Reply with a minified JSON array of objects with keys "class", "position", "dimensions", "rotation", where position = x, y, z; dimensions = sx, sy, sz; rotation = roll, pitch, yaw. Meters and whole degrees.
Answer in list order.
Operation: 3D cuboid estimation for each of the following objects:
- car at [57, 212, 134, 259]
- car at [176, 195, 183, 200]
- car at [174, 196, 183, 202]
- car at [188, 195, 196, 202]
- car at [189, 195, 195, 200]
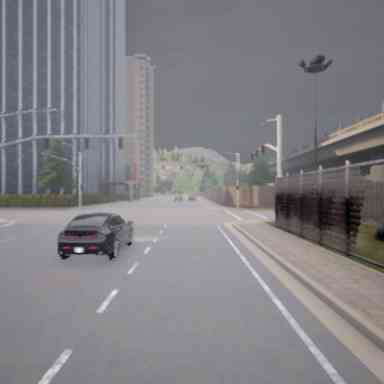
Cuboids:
[{"class":"car","position":[-3.455,1.530,12.671],"dimensions":[1.837,1.490,4.892],"rotation":[0,0,1]},{"class":"car","position":[-3.493,1.637,93.900],"dimensions":[1.895,1.301,4.718],"rotation":[0,0,0]},{"class":"car","position":[-3.494,1.696,83.468],"dimensions":[2.033,1.411,5.357],"rotation":[0,0,0]},{"class":"car","position":[0.006,1.697,83.468],"dimensions":[2.033,1.411,5.357],"rotation":[0,0,0]},{"class":"car","position":[0.007,1.566,93.870],"dimensions":[1.812,1.442,4.674],"rotation":[0,0,0]}]
